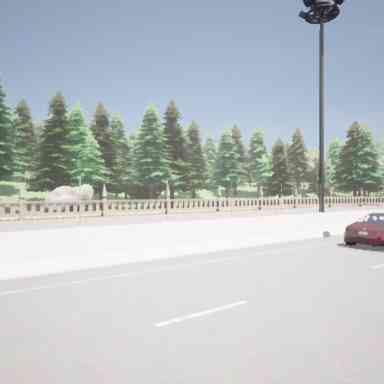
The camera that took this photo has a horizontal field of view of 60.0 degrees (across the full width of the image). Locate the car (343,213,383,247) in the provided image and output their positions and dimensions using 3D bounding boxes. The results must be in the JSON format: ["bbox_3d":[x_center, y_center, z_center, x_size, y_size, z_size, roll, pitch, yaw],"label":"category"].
[{"bbox_3d":[8.269,1.572,14.066,4.181,1.385,1.994,0,0,-35],"label":"car"}]
